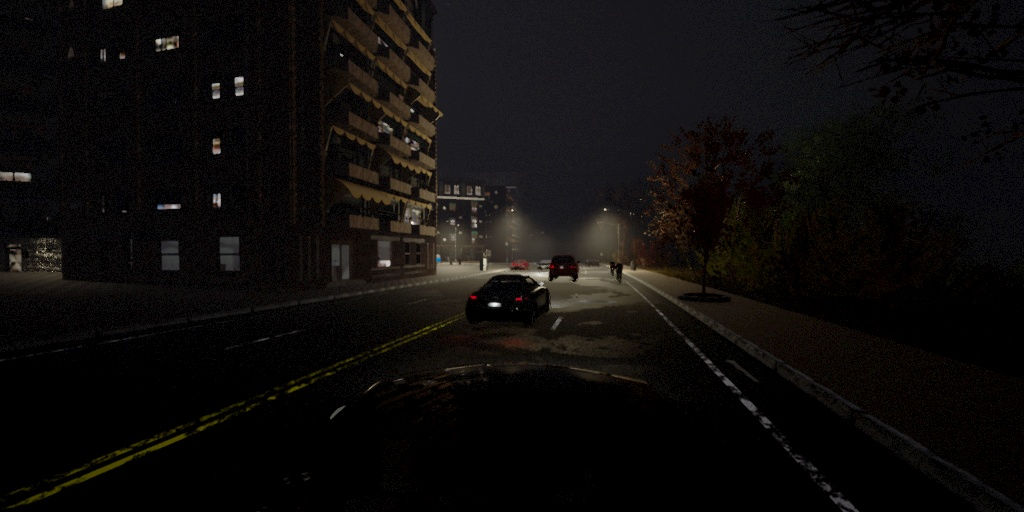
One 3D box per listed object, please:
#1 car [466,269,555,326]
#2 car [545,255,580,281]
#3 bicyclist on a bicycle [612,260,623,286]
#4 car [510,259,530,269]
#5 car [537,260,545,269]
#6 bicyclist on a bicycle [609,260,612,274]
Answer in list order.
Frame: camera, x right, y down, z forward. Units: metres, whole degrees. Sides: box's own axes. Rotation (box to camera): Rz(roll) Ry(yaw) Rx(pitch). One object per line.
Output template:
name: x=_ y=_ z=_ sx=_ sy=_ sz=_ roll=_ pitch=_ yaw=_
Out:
car: x=0.033 y=1.307 z=11.774 sx=1.994 sy=1.385 sz=4.181 roll=0 pitch=0 yaw=14
car: x=4.367 y=0.951 z=29.689 sx=2.150 sy=2.045 sz=5.566 roll=0 pitch=0 yaw=13
bicyclist on a bicycle: x=7.305 y=1.186 z=24.438 sx=0.582 sy=1.620 sz=1.656 roll=0 pitch=0 yaw=13
car: x=1.073 y=1.195 z=46.079 sx=1.882 sy=1.535 sz=5.008 roll=0 pitch=0 yaw=12
car: x=4.364 y=1.209 z=45.984 sx=2.128 sy=1.511 sz=4.902 roll=0 pitch=0 yaw=12
bicyclist on a bicycle: x=9.319 y=1.178 z=33.300 sx=0.582 sy=1.620 sz=1.656 roll=0 pitch=0 yaw=12
